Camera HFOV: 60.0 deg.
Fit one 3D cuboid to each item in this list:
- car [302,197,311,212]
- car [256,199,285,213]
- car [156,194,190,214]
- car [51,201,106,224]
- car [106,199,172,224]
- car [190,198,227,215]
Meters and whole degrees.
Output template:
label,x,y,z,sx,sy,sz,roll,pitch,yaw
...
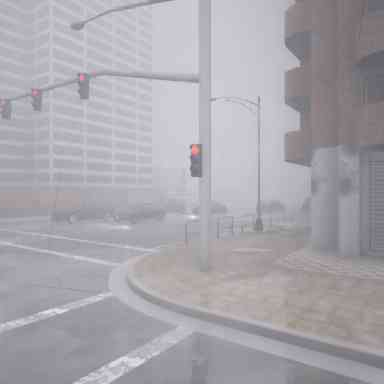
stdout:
label,x,y,z,sx,sy,sz,roll,pitch,yaw
car,14.466,1.352,38.722,2.097,1.767,4.553,0,0,35
car,8.642,1.526,36.531,1.812,1.442,4.674,0,0,35
car,-2.601,1.352,33.099,2.097,1.767,4.553,0,0,35
car,-8.176,1.478,25.230,1.882,1.535,5.008,0,0,35
car,-3.875,1.526,25.218,1.812,1.442,4.674,0,0,35
car,1.821,1.564,33.271,1.994,1.385,4.181,0,0,36
